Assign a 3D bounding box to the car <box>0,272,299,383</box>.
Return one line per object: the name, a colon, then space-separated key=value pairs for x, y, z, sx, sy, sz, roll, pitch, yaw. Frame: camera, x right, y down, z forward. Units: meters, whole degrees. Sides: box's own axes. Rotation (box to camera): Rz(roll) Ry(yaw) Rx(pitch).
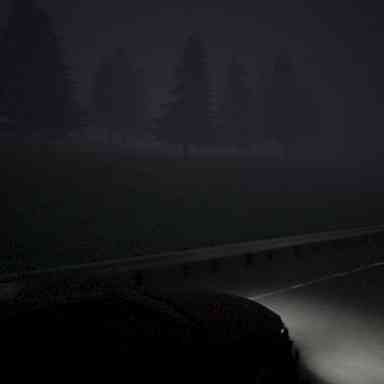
car: x=-1.030 y=1.524 z=3.046 sx=4.674 sy=1.442 sz=1.812 roll=0 pitch=0 yaw=-36
